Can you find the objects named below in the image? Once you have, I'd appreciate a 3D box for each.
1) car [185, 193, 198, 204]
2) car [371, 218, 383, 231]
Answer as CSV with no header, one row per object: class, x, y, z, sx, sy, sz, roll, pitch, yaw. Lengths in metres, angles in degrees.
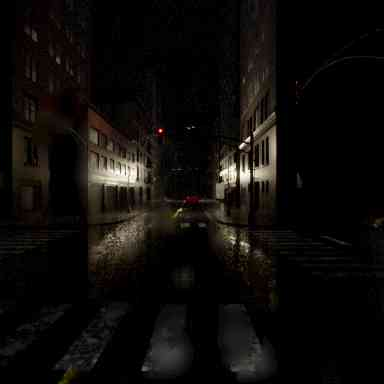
car,-0.045,1.184,60.453,2.150,2.045,5.566,0,0,0
car,12.380,1.514,18.047,4.829,1.417,1.752,0,0,0
